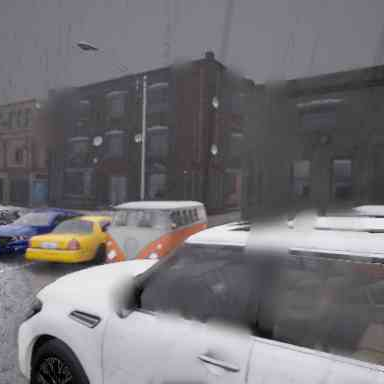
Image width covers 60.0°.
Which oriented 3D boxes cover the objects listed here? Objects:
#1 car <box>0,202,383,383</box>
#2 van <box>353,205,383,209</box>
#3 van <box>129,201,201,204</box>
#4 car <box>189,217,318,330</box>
[{"bbox_3d":[0.842,1.221,2.775,5.566,2.045,2.150,0,0,35],"label":"car"},{"bbox_3d":[4.051,1.256,6.081,1.878,1.987,4.442,1,-1,15],"label":"van"},{"bbox_3d":[-0.858,1.253,9.573,1.878,1.987,4.442,1,-1,15],"label":"van"},{"bbox_3d":[1.628,1.512,7.969,2.163,1.488,4.792,0,-1,15],"label":"car"}]
